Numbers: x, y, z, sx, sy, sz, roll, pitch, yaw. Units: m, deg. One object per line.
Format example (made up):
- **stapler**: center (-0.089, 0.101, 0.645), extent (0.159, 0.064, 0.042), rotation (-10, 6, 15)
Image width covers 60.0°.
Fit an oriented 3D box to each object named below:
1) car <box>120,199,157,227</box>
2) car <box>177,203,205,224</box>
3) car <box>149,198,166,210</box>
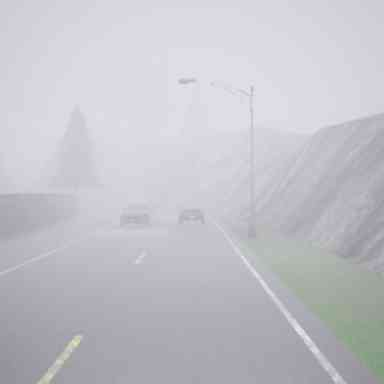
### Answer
- **car**: center (-3.748, 1.484, 23.182), extent (1.882, 1.535, 5.008), rotation (0, 0, -2)
- **car**: center (-0.091, 1.532, 24.954), extent (1.812, 1.442, 4.674), rotation (0, 0, -3)
- **car**: center (-5.142, 1.537, 42.644), extent (1.812, 1.442, 4.674), rotation (1, -1, -40)
